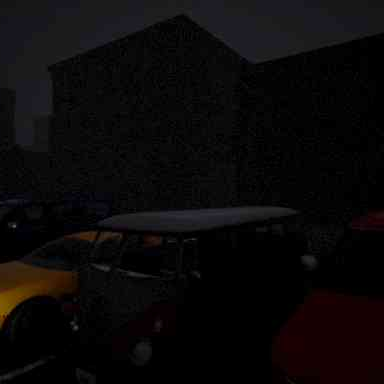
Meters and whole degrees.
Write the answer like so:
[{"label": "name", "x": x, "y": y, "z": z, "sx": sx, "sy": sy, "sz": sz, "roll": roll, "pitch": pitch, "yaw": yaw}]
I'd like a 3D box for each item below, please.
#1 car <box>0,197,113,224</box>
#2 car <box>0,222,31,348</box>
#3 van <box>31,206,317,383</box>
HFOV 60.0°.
[{"label": "car", "x": -4.215, "y": 1.182, "z": 8.322, "sx": 2.435, "sy": 2.045, "sz": 5.566, "roll": 0, "pitch": 0, "yaw": 35}, {"label": "car", "x": -2.044, "y": 1.446, "z": 6.583, "sx": 1.946, "sy": 1.575, "sz": 5.366, "roll": 0, "pitch": 0, "yaw": 35}, {"label": "van", "x": 0.260, "y": 1.239, "z": 5.025, "sx": 1.878, "sy": 1.987, "sz": 4.442, "roll": 0, "pitch": 0, "yaw": 35}]
